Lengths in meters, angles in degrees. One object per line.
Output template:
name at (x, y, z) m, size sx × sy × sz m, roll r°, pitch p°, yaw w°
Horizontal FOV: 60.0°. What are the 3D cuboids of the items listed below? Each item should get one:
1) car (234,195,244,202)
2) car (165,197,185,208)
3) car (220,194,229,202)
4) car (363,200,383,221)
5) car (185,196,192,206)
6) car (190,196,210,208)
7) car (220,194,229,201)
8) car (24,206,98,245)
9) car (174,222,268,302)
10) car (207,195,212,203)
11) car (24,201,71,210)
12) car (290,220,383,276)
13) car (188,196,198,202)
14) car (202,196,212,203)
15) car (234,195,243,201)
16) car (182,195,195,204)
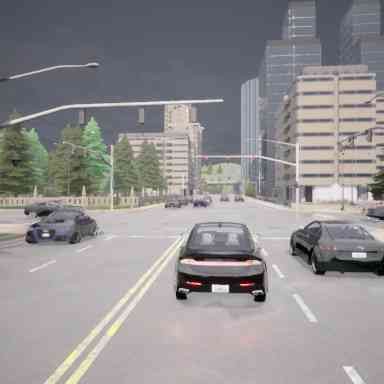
car at (10.937, 1.588, 76.096) m, size 1.895 × 1.301 × 4.718 m, roll 0°, pitch 0°, yaw 5°
car at (-2.527, 1.562, 46.497) m, size 1.994 × 1.385 × 4.181 m, roll 0°, pitch 0°, yaw 5°
car at (7.545, 1.547, 77.401) m, size 1.994 × 1.385 × 4.181 m, roll 0°, pitch 0°, yaw 5°
car at (16.117, 1.546, 25.106) m, size 5.357 × 1.411 × 2.033 m, roll 0°, pitch 0°, yaw 5°
car at (-1.643, 1.546, 55.697) m, size 2.033 × 1.411 × 5.357 m, roll 0°, pitch 0°, yaw 6°
car at (1.256, 1.599, 49.291) m, size 1.895 × 1.301 × 4.718 m, roll 0°, pitch 0°, yaw 5°
car at (8.336, 1.350, 85.704) m, size 2.097 × 1.767 × 4.553 m, roll 0°, pitch 0°, yaw 5°
car at (-5.880, 1.563, 15.521) m, size 1.994 × 1.385 × 4.181 m, roll 0°, pitch 0°, yaw 2°
car at (0.701, 1.491, 8.285) m, size 2.128 × 1.511 × 4.902 m, roll 0°, pitch 0°, yaw 5°
car at (2.143, 1.599, 58.412) m, size 1.895 × 1.301 × 4.718 m, roll 0°, pitch 0°, yaw 6°
car at (-11.391, 1.491, 27.705) m, size 4.902 × 1.511 × 2.128 m, roll 0°, pitch 0°, yaw 5°
car at (4.393, 1.564, 10.395) m, size 1.994 × 1.385 × 4.181 m, roll 0°, pitch 0°, yaw 5°
car at (0.315, 1.593, 75.319) m, size 1.895 × 1.301 × 4.718 m, roll 0°, pitch 0°, yaw 5°
car at (3.171, 1.503, 68.457) m, size 1.837 × 1.490 × 4.892 m, roll 0°, pitch 0°, yaw 6°
car at (11.823, 1.534, 85.402) m, size 2.033 × 1.411 × 5.357 m, roll 0°, pitch 0°, yaw 5°
car at (-0.674, 1.475, 65.380) m, size 1.882 × 1.535 × 5.008 m, roll 0°, pitch 0°, yaw 6°
